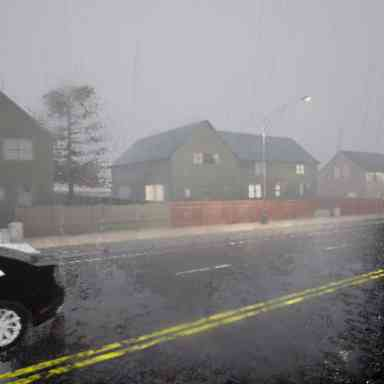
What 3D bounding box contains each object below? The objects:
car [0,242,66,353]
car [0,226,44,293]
[{"bbox_3d":[-4.341,1.513,4.569,4.892,1.490,1.837,0,0,-36],"label":"car"},{"bbox_3d":[-6.023,1.615,7.362,4.718,1.301,1.895,0,0,-36],"label":"car"}]
